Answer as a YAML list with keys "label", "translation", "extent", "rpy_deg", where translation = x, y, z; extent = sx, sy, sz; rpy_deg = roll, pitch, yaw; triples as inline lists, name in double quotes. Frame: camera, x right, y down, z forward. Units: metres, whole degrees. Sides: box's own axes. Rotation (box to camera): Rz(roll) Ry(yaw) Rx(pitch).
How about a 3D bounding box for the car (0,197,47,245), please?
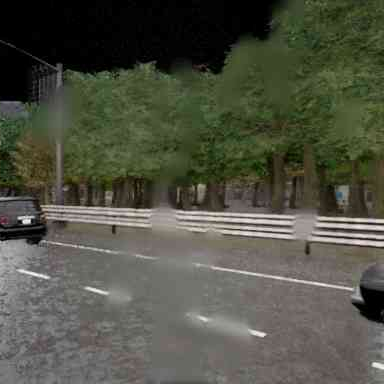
- label: "car"
  translation: [-8.486, 1.227, 14.241]
  extent: [5.566, 2.045, 2.150]
  rpy_deg: [0, 0, 36]

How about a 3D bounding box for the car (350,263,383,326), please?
- label: "car"
  translation: [4.892, 1.601, 4.677]
  extent: [4.718, 1.301, 1.895]
  rpy_deg: [0, 0, 36]
